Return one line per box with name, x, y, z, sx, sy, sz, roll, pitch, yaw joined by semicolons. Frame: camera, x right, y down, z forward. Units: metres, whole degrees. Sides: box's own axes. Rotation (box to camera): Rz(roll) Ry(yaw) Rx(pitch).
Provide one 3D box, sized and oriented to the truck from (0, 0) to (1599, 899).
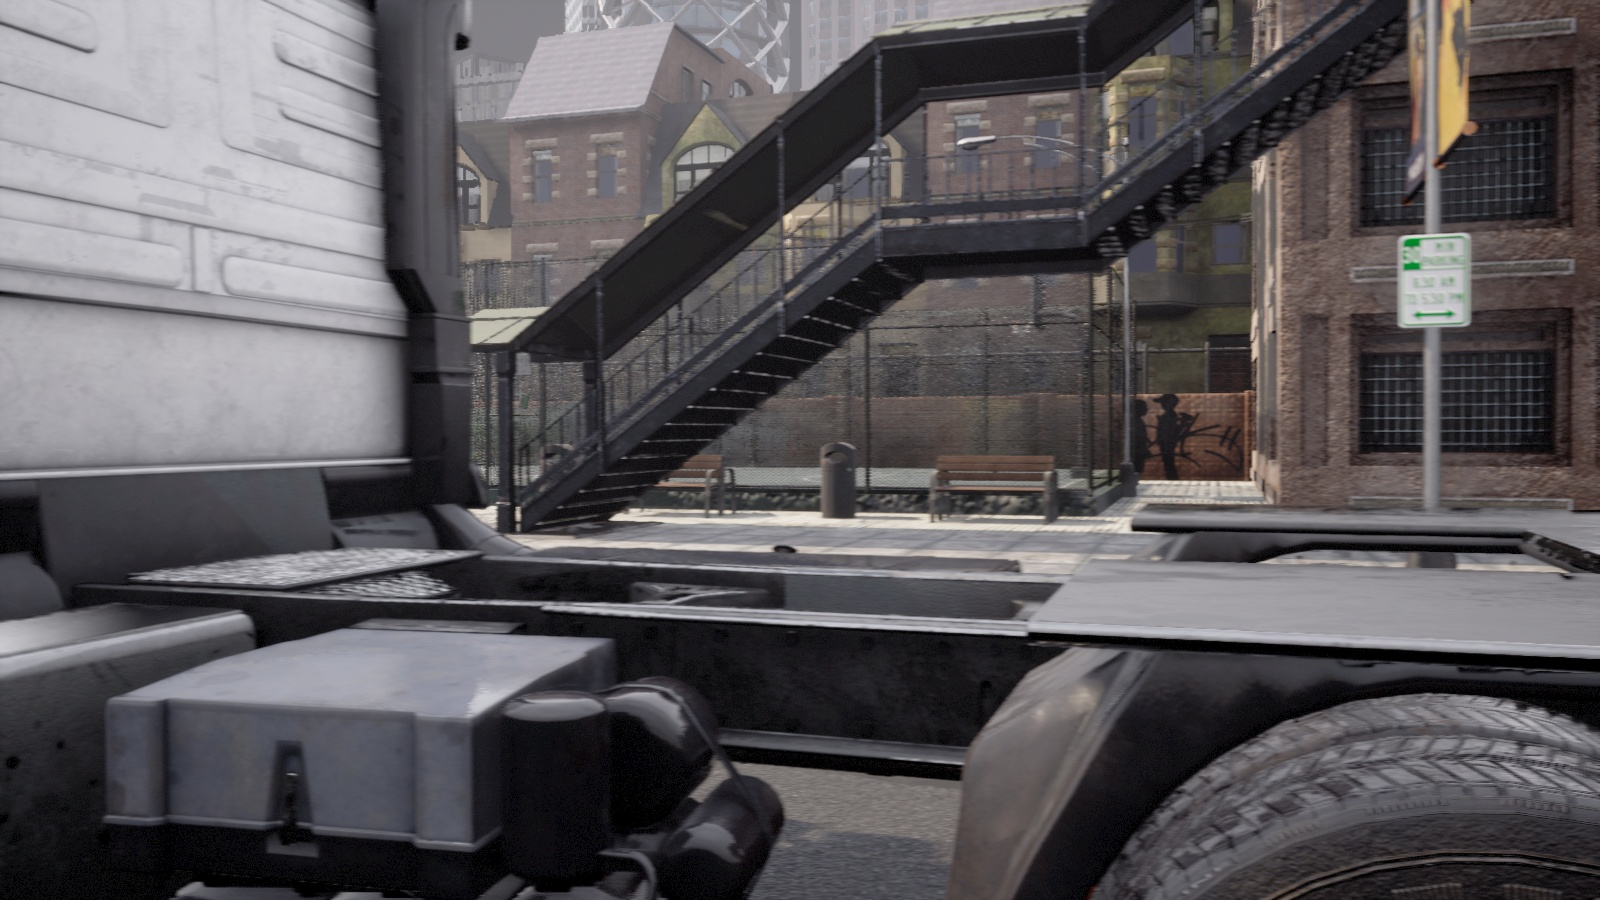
truck;-0.302;-0.209;3.282;7.936;3.462;2.891;1;1;19
